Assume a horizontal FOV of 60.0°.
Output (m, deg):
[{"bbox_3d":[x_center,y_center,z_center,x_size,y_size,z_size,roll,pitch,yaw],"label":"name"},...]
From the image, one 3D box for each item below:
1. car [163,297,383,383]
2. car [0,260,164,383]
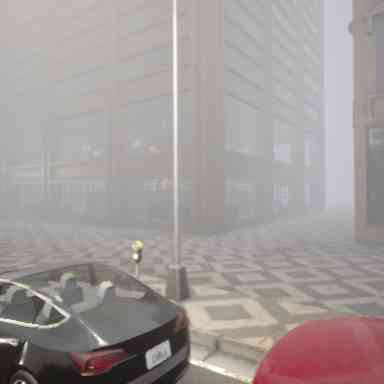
[{"bbox_3d":[2.550,1.298,1.143,5.009,1.841,2.192,-1,0,35],"label":"car"},{"bbox_3d":[-2.012,1.611,4.389,4.313,1.339,1.947,-1,0,35],"label":"car"}]
